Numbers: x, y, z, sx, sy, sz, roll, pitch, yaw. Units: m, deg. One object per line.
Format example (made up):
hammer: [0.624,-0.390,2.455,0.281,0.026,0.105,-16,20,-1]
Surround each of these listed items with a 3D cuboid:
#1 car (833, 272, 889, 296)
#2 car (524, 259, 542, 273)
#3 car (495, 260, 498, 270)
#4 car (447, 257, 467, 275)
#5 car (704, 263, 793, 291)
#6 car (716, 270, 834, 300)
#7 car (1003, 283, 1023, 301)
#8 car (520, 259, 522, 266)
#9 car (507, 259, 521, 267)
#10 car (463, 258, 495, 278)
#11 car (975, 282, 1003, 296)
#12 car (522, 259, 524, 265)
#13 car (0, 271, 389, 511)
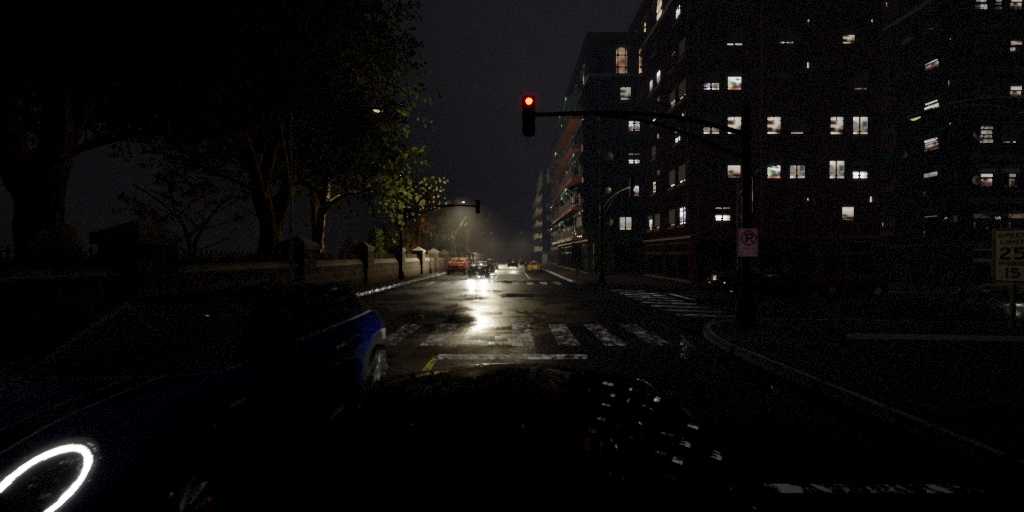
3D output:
car: [20.307,1.671,21.980,4.507,1.381,1.888,0,0,0]
car: [2.721,1.283,44.266,1.751,1.417,4.829,0,0,0]
car: [-3.067,1.263,43.676,1.837,1.490,4.892,0,0,0]
car: [-5.664,1.070,38.566,2.192,1.841,5.009,0,0,0]
car: [14.612,1.338,21.966,5.009,1.841,2.192,0,0,0]
car: [14.060,1.624,19.371,4.718,1.301,1.895,1,0,0]
car: [30.294,1.843,19.405,4.674,1.442,1.812,1,0,0]
car: [2.729,1.316,55.166,2.007,1.370,4.403,0,0,0]
car: [0.145,1.320,64.342,2.033,1.411,5.357,0,0,-1]
car: [-3.078,1.245,34.325,2.128,1.511,4.902,0,0,0]
car: [31.528,1.857,22.006,4.829,1.417,1.751,0,0,0]
car: [2.725,1.307,49.631,1.888,1.381,4.507,0,0,0]
car: [-2.992,1.101,3.611,2.097,1.767,4.553,0,0,2]
